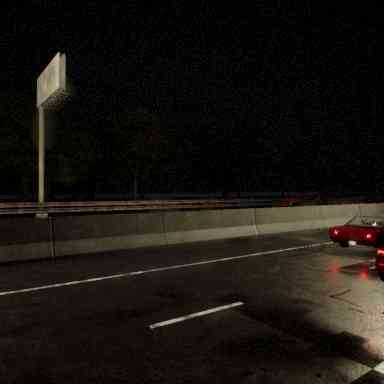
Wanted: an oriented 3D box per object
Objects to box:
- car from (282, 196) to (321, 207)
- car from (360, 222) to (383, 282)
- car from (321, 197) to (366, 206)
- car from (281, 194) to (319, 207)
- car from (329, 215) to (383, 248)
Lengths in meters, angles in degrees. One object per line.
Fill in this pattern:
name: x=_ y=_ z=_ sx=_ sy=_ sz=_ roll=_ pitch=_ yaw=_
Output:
car: x=11.892 y=1.467 z=34.089 sx=5.008 sy=1.535 sz=1.882 roll=0 pitch=0 yaw=-36
car: x=6.378 y=1.527 z=8.314 sx=4.674 sy=1.442 sz=1.812 roll=0 pitch=0 yaw=-35
car: x=14.838 y=1.340 z=31.900 sx=4.553 sy=1.767 sz=2.097 roll=0 pitch=0 yaw=-36
car: x=12.971 y=1.204 z=39.188 sx=5.566 sy=2.045 sz=2.150 roll=0 pitch=0 yaw=-36
car: x=7.762 y=1.602 z=13.611 sx=4.718 sy=1.301 sz=1.895 roll=0 pitch=0 yaw=-35
